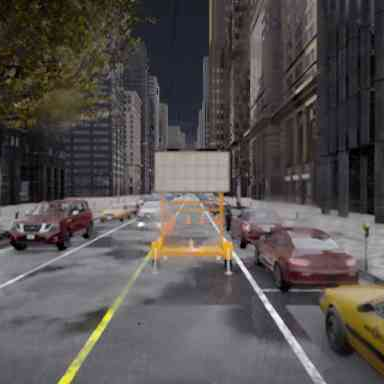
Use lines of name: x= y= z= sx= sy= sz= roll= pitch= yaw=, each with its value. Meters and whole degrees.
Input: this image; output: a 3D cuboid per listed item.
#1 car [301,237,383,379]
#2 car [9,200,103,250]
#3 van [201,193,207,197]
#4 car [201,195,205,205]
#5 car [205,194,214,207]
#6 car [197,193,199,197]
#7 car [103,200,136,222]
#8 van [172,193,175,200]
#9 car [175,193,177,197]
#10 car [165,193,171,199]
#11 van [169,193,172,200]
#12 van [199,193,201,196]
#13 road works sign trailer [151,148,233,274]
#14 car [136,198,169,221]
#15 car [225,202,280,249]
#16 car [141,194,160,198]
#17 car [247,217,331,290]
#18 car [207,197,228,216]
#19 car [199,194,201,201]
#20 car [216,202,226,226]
car: x=2.763 y=1.518 z=3.215 sx=1.752 sy=1.417 sz=4.829 roll=0 pitch=0 yaw=0
car: x=-5.761 y=1.283 z=14.392 sx=2.192 sy=1.841 sz=5.009 roll=0 pitch=0 yaw=0
van: x=2.768 y=1.233 z=54.143 sx=1.690 sy=1.788 sz=3.998 roll=0 pitch=0 yaw=0
car: x=2.768 y=1.453 z=48.466 sx=2.008 sy=1.369 sz=4.403 roll=0 pitch=0 yaw=0
car: x=2.766 y=1.363 z=37.110 sx=1.967 sy=1.590 sz=4.097 roll=0 pitch=0 yaw=0
car: x=2.771 y=1.296 z=76.853 sx=1.967 sy=1.590 sz=4.097 roll=0 pitch=0 yaw=0
car: x=-5.760 y=1.470 z=25.578 sx=1.752 sy=1.417 sz=4.829 roll=0 pitch=0 yaw=0
van: x=-5.753 y=1.188 z=82.522 sx=1.690 sy=1.788 sz=3.998 roll=0 pitch=0 yaw=0
car: x=-5.752 y=1.364 z=88.029 sx=1.752 sy=1.417 sz=4.829 roll=0 pitch=0 yaw=0
car: x=-5.755 y=1.455 z=65.490 sx=1.802 sy=1.307 sz=4.206 roll=0 pitch=0 yaw=0
van: x=-5.755 y=1.205 z=71.167 sx=1.690 sy=1.788 sz=3.998 roll=0 pitch=0 yaw=0
van: x=2.770 y=1.214 z=65.498 sx=1.690 sy=1.788 sz=3.998 roll=0 pitch=0 yaw=0
road works sign trailer: x=0.002 y=0.440 z=10.454 sx=2.380 sy=3.560 sz=2.880 roll=0 pitch=0 yaw=0
car: x=-3.095 y=1.469 z=26.333 sx=1.812 sy=1.442 sz=4.674 roll=0 pitch=0 yaw=0
car: x=2.764 y=1.408 z=14.400 sx=1.967 sy=1.590 sz=4.097 roll=0 pitch=0 yaw=0
car: x=-5.758 y=1.227 z=42.780 sx=2.192 sy=1.841 sz=5.009 roll=0 pitch=0 yaw=0
car: x=2.763 y=1.562 z=8.722 sx=1.802 sy=1.307 sz=4.206 roll=0 pitch=0 yaw=0
car: x=2.766 y=1.485 z=31.433 sx=2.008 sy=1.369 sz=4.403 roll=0 pitch=0 yaw=0
car: x=2.769 y=1.427 z=59.821 sx=1.887 sy=1.381 sz=4.507 roll=0 pitch=0 yaw=0
car: x=2.765 y=1.522 z=20.078 sx=1.947 sy=1.339 sz=4.313 roll=0 pitch=0 yaw=0
